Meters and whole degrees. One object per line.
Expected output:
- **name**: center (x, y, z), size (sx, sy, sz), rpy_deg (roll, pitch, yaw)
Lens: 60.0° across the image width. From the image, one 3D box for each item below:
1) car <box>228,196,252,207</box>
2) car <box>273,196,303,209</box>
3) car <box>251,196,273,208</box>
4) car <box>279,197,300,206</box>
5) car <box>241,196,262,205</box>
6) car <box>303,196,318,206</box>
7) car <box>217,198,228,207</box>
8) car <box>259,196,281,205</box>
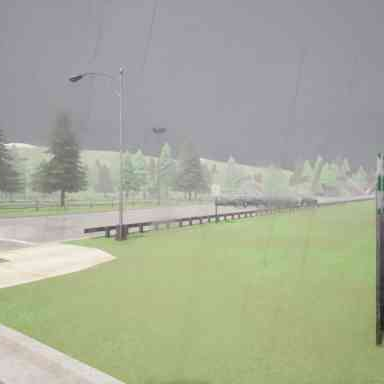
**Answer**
- **car**: center (8.035, 1.491, 50.530), size (2.128, 1.511, 4.902), rpy_deg (0, 0, 35)
- **car**: center (13.265, 1.505, 45.806), size (1.837, 1.490, 4.892), rpy_deg (0, 0, 35)
- **car**: center (10.903, 1.505, 48.524), size (1.837, 1.490, 4.892), rpy_deg (0, 0, 35)
- **car**: center (16.754, 1.601, 56.976), size (1.895, 1.301, 4.718), rpy_deg (0, 0, 35)
- **car**: center (11.002, 1.478, 60.965), size (1.882, 1.535, 5.008), rpy_deg (0, 0, 35)
- **car**: center (19.129, 1.505, 54.266), size (1.837, 1.490, 4.892), rpy_deg (0, 0, 35)
- **car**: center (5.338, 1.564, 52.767), size (1.994, 1.385, 4.181), rpy_deg (0, 0, 35)
- **car**: center (13.869, 1.491, 58.958), size (2.128, 1.511, 4.902), rpy_deg (0, 0, 35)
